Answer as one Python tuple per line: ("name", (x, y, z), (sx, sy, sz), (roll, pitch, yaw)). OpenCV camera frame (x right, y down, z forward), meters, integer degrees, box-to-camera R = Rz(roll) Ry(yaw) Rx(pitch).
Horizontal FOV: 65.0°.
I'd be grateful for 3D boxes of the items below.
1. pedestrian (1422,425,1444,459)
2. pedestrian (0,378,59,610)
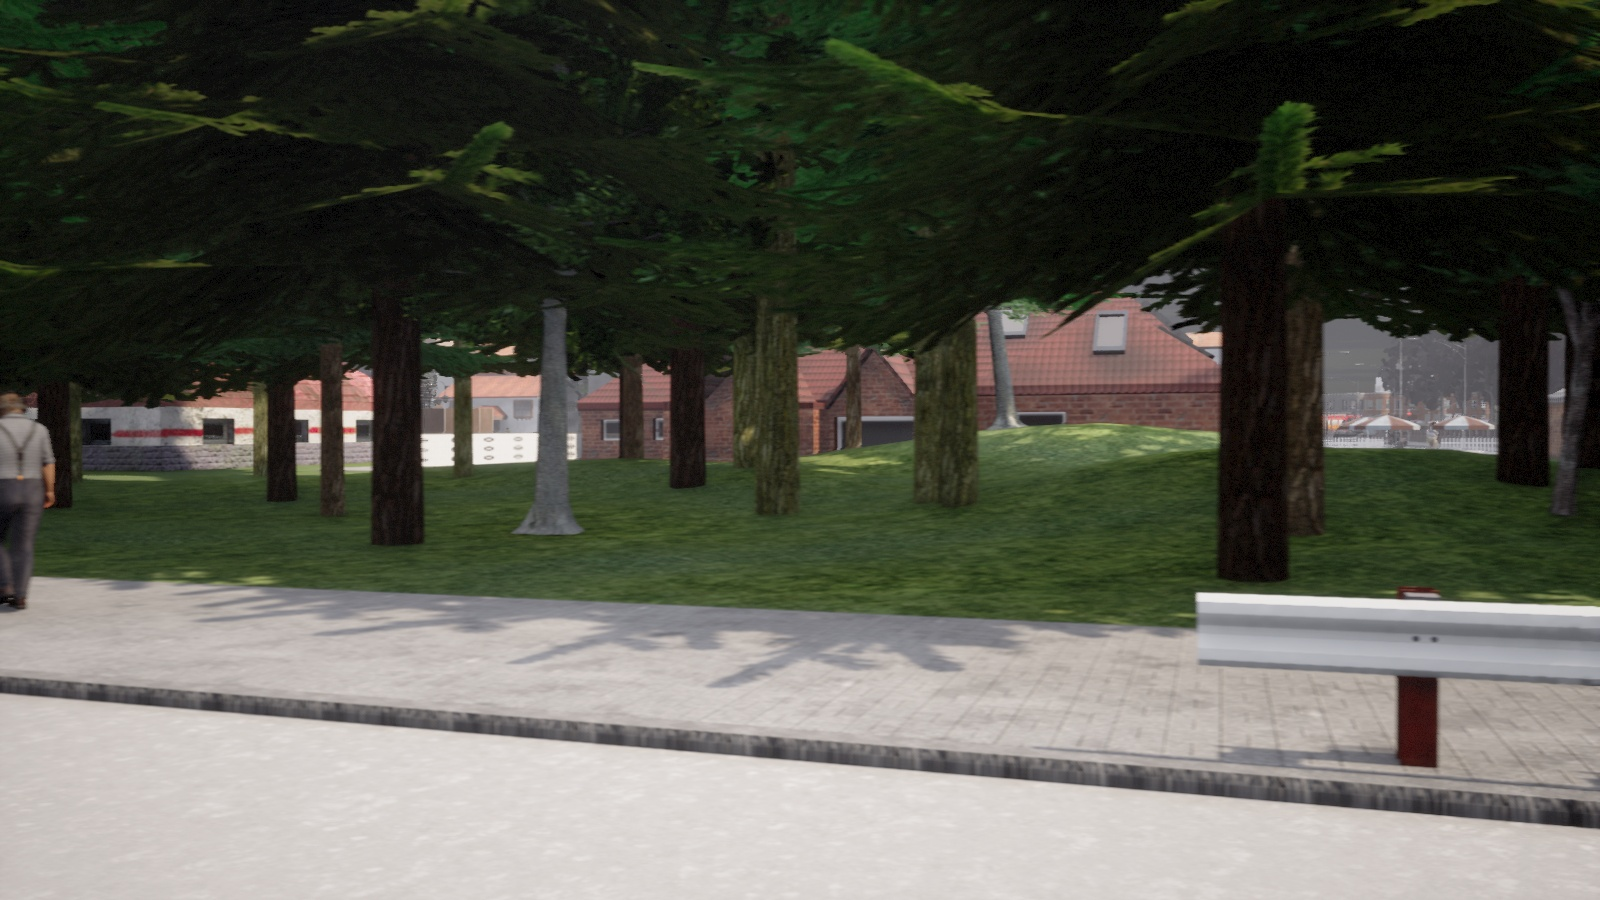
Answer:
("pedestrian", (35.050, -0.445, 69.521), (0.900, 1.855, 0.874), (0, 1, 17))
("pedestrian", (-6.529, 0.346, 10.354), (0.694, 1.848, 0.540), (1, 1, 43))
